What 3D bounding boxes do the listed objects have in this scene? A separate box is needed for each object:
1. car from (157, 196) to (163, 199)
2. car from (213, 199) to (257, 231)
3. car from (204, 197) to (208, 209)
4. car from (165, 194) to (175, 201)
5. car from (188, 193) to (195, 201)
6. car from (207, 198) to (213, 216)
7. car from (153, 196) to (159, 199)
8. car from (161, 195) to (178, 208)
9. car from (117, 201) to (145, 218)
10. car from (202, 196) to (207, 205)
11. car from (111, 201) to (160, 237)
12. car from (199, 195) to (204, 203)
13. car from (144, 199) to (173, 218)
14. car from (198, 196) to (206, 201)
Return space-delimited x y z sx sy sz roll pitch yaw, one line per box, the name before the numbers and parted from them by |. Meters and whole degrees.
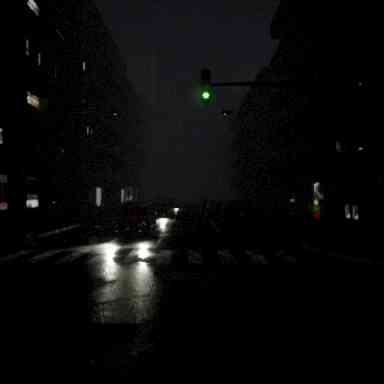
car | -5.696 1.653 48.221 1.802 1.307 4.206 0 0 0
car | 2.688 1.340 20.477 2.192 1.841 5.009 0 0 0
car | 2.686 1.598 37.124 1.887 1.381 4.507 0 0 0
car | -5.701 1.496 87.058 2.192 1.841 5.009 0 0 0
car | -0.010 1.431 95.548 2.150 2.045 5.566 0 0 0
car | 2.687 1.569 31.745 1.752 1.417 4.829 0 0 0
car | -5.695 1.587 42.502 1.752 1.417 4.829 0 0 0
car | -3.049 1.551 49.247 1.882 1.535 5.008 0 0 1
car | -5.694 1.609 31.574 1.947 1.339 4.313 0 0 0
car | 2.685 1.613 42.673 2.008 1.369 4.403 0 0 0
car | -3.098 1.499 18.471 1.882 1.535 5.008 0 0 0
car | 2.683 1.637 59.316 1.887 1.381 4.507 0 0 0
car | -3.103 1.605 30.446 1.994 1.385 4.181 0 0 0
car | 2.680 1.747 87.058 1.947 1.339 4.313 0 0 0
